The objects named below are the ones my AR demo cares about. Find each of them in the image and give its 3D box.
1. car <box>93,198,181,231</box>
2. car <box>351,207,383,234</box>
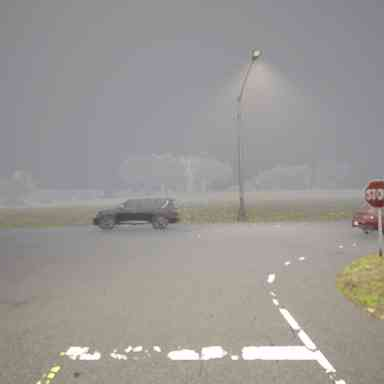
[{"bbox_3d":[-3.493,1.411,21.558,5.566,2.045,2.150,0,-1,-1],"label":"car"},{"bbox_3d":[9.540,1.114,14.783,4.674,1.442,1.812,-2,-2,-2],"label":"car"}]
